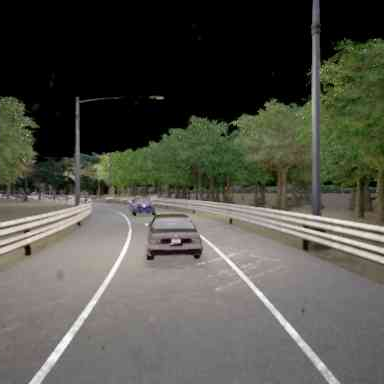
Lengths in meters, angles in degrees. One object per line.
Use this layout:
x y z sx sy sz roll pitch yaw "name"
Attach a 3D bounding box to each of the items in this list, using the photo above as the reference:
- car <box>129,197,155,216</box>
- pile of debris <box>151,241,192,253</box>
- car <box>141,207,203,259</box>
-4.945 1.305 32.339 2.097 1.767 4.553 0 0 -16 "car"
-0.864 2.146 13.186 1.500 0.140 1.860 0 0 -7 "pile of debris"
-0.779 1.519 12.511 2.033 1.411 5.357 0 0 -7 "car"
